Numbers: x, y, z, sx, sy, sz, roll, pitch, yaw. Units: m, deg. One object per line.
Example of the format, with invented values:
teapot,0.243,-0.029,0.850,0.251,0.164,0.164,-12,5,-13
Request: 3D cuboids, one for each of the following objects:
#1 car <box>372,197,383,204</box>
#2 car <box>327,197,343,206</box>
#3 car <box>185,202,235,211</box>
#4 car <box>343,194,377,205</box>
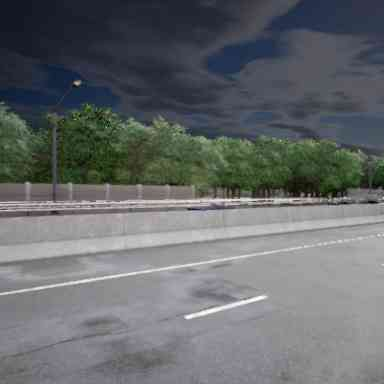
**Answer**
car,26.552,1.688,44.408,4.718,1.301,1.895,0,0,-35
car,22.247,1.564,49.928,5.008,1.535,1.882,0,0,-35
car,1.701,1.608,30.962,4.718,1.301,1.895,0,0,-35
car,24.235,1.307,47.054,5.566,2.045,2.150,0,0,-35
